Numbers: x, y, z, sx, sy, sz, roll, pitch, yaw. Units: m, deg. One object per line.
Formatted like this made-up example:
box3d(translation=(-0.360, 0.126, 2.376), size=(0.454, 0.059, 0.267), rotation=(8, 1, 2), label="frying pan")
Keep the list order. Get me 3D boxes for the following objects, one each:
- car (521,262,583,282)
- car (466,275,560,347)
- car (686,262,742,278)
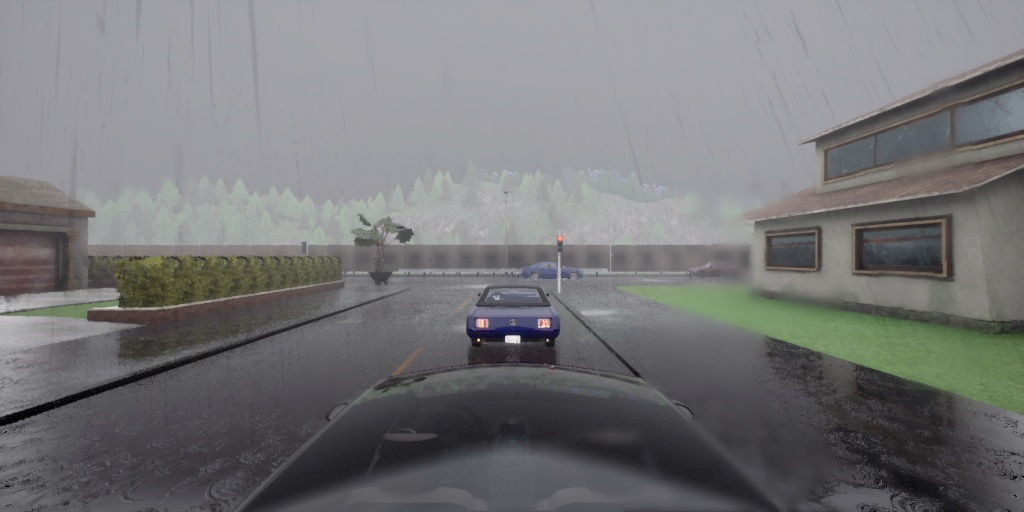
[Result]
box3d(translation=(3.201, 1.227, 28.801), size=(5.008, 1.535, 1.882), rotation=(0, 0, 0), label="car")
box3d(translation=(0.041, 1.351, 9.273), size=(1.895, 1.301, 4.718), rotation=(0, 0, 1), label="car")
box3d(translation=(18.529, 1.276, 32.999), size=(4.674, 1.442, 1.812), rotation=(0, 0, -1), label="car")
